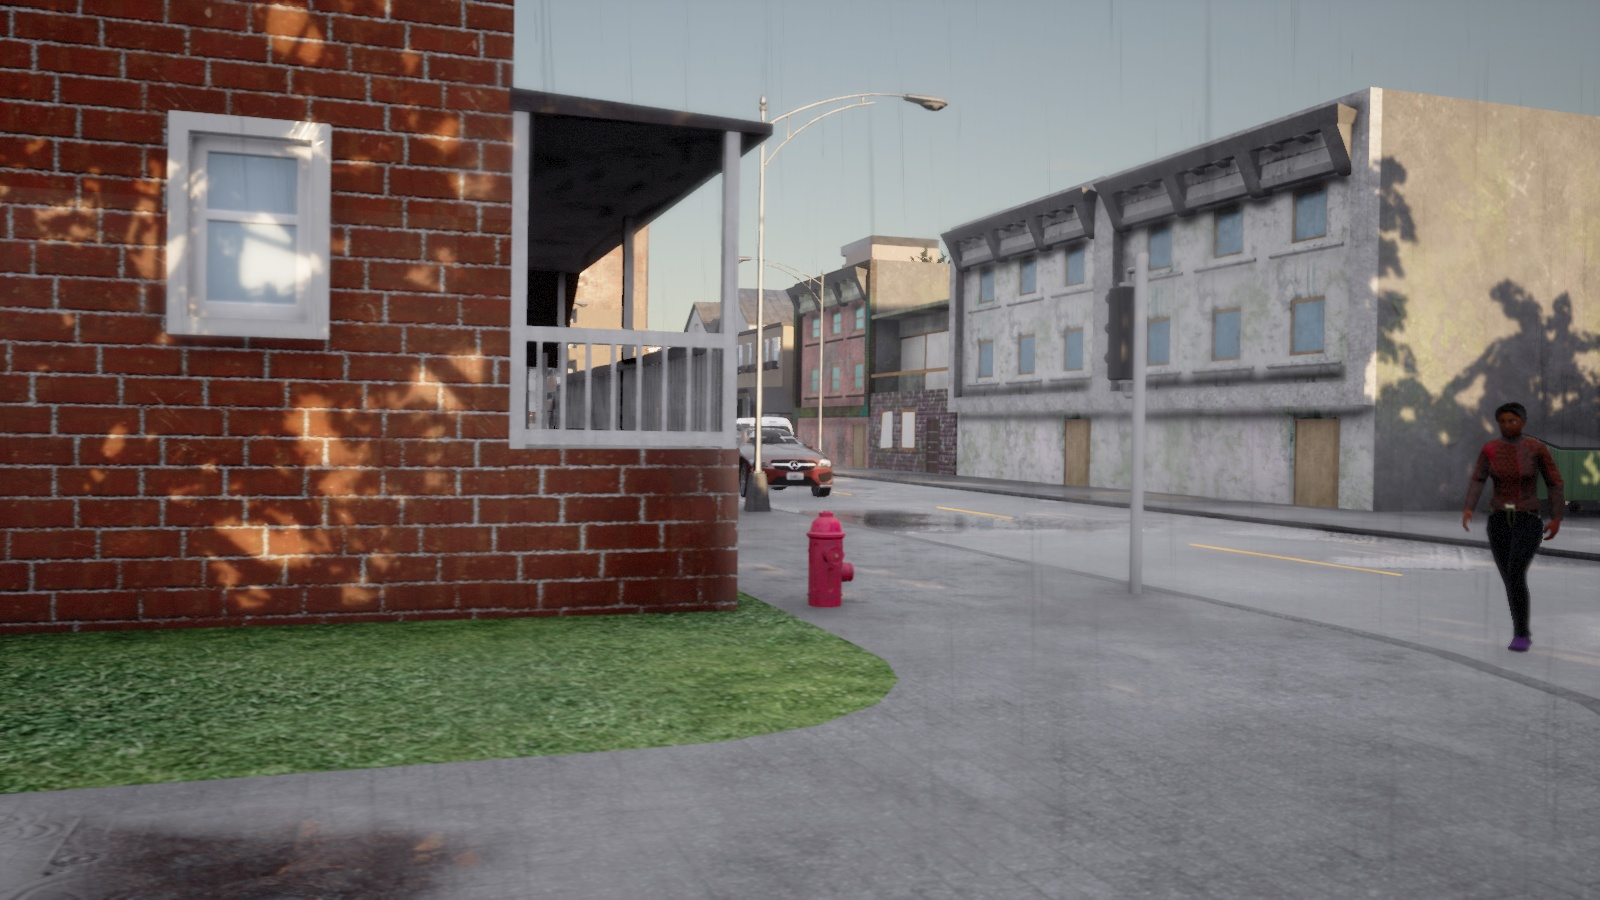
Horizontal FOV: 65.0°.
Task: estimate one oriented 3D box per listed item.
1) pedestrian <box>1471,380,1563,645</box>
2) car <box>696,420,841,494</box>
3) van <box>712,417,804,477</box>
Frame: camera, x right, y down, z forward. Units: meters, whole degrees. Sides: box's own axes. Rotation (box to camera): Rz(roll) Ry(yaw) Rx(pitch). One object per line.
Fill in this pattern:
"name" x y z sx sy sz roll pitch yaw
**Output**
"pedestrian" 5.135 0.420 8.981 0.869 1.805 0.328 -1 1 -43
"car" -0.898 0.122 30.945 2.152 1.651 5.027 -1 1 -19
"van" -1.581 -0.141 45.306 2.069 2.038 4.480 -1 1 -19
